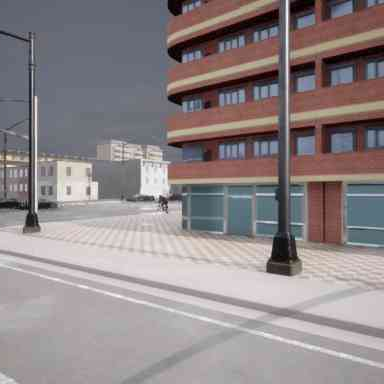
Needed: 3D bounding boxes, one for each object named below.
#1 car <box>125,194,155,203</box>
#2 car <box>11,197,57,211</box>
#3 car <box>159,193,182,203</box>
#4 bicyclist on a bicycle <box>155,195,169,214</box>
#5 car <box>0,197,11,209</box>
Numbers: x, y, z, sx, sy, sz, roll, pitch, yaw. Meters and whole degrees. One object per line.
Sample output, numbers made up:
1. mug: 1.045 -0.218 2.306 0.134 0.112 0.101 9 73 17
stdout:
1. car: -8.485 1.048 54.830 2.033 1.411 5.357 0 1 37
2. car: -17.326 1.391 37.101 1.994 1.385 4.181 0 1 37
3. car: -3.543 0.963 55.588 1.812 1.442 4.674 0 1 37
4. bicyclist on a bicycle: -2.613 1.094 29.256 1.656 1.620 0.582 0 1 37
5. car: -21.349 1.347 37.561 2.128 1.511 4.902 0 1 37
